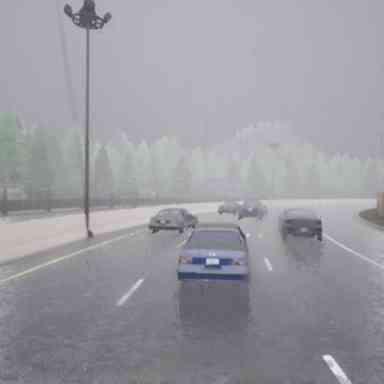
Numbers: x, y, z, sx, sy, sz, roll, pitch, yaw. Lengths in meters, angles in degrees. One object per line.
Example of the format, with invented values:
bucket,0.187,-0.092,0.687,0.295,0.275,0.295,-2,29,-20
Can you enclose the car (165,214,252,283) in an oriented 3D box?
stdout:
car,0.761,1.611,9.914,2.033,1.411,5.357,0,0,7

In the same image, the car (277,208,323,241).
car,5.639,1.611,17.736,1.882,1.535,5.008,0,0,12

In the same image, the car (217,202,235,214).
car,4.424,1.791,37.010,2.033,1.411,5.357,0,0,23

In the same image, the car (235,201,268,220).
car,5.709,1.563,30.556,2.097,1.767,4.553,0,0,19

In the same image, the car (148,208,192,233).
car,-1.006,1.665,20.266,2.033,1.411,5.357,0,0,13
